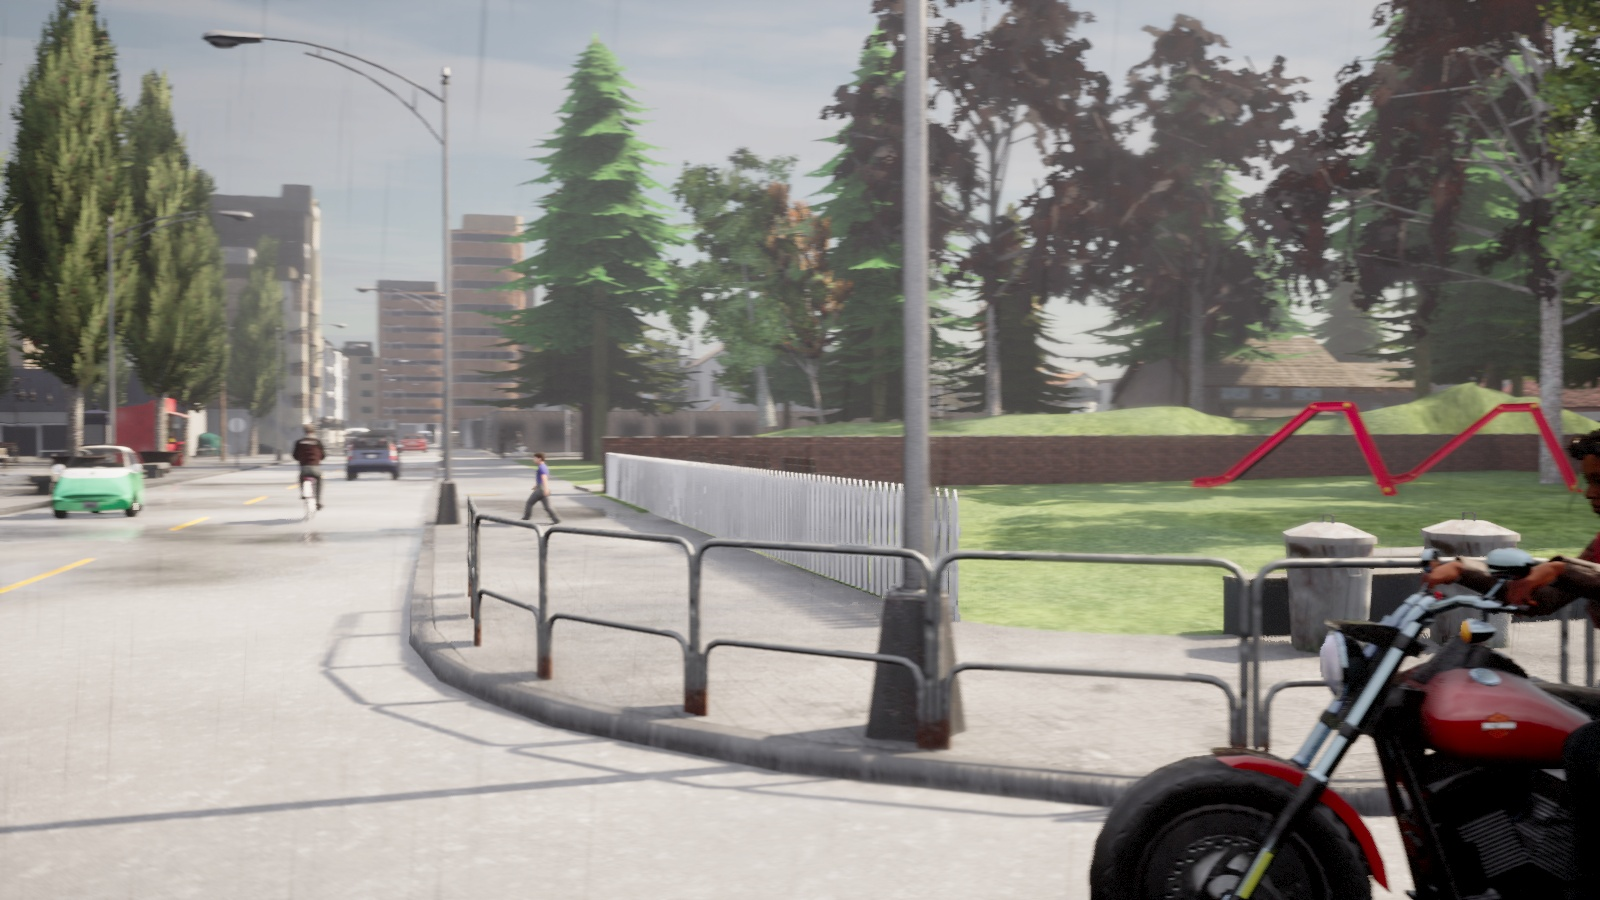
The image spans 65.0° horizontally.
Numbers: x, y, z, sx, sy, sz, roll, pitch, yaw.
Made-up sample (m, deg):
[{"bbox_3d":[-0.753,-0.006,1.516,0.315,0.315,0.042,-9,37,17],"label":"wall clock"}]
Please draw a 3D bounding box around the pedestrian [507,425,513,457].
[{"bbox_3d":[-16.835,-0.518,72.859,0.328,1.805,0.869,0,1,-10],"label":"pedestrian"}]

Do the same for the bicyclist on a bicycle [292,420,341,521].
[{"bbox_3d":[-8.860,0.347,23.047,0.659,1.776,1.843,0,1,-16],"label":"bicyclist on a bicycle"}]

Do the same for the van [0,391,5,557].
[{"bbox_3d":[-10.275,0.326,13.151,2.069,2.038,4.480,0,1,-16],"label":"van"}]

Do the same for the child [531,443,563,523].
[{"bbox_3d":[-4.048,0.527,20.131,0.437,1.263,0.270,0,1,6],"label":"child"}]

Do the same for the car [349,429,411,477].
[{"bbox_3d":[-14.677,0.066,44.073,1.851,1.617,3.988,0,1,-15],"label":"car"}]

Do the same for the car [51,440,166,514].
[{"bbox_3d":[-13.398,0.491,24.439,1.481,1.376,2.207,0,0,-15],"label":"car"}]

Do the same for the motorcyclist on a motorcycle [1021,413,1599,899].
[{"bbox_3d":[1.805,0.742,3.269,2.350,1.649,0.766,0,0,4],"label":"motorcyclist on a motorcycle"}]
